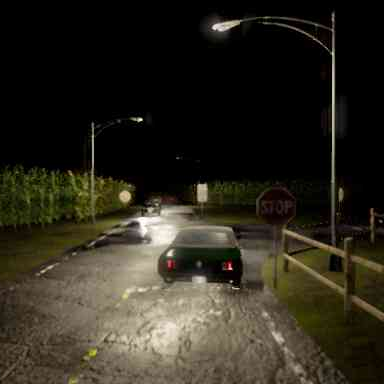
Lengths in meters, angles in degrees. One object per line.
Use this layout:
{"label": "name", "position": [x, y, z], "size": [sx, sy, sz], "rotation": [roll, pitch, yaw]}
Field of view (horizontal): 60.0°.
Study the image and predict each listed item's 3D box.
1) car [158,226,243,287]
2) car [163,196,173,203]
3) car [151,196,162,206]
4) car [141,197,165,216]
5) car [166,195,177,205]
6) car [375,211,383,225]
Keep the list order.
{"label": "car", "position": [0.453, 1.608, 9.386], "size": [1.895, 1.301, 4.718], "rotation": [0, 0, 7]}
{"label": "car", "position": [-5.382, 1.676, 73.771], "size": [1.994, 1.385, 4.181], "rotation": [0, 0, -8]}
{"label": "car", "position": [-6.327, 1.565, 59.146], "size": [1.882, 1.535, 5.008], "rotation": [0, 0, -6]}
{"label": "car", "position": [-4.054, 1.530, 33.527], "size": [2.128, 1.511, 4.902], "rotation": [0, 0, -4]}
{"label": "car", "position": [-3.983, 1.449, 63.794], "size": [2.097, 1.767, 4.553], "rotation": [0, 0, -7]}
{"label": "car", "position": [13.294, 1.377, 19.451], "size": [4.718, 1.301, 1.895], "rotation": [-1, 0, 3]}
